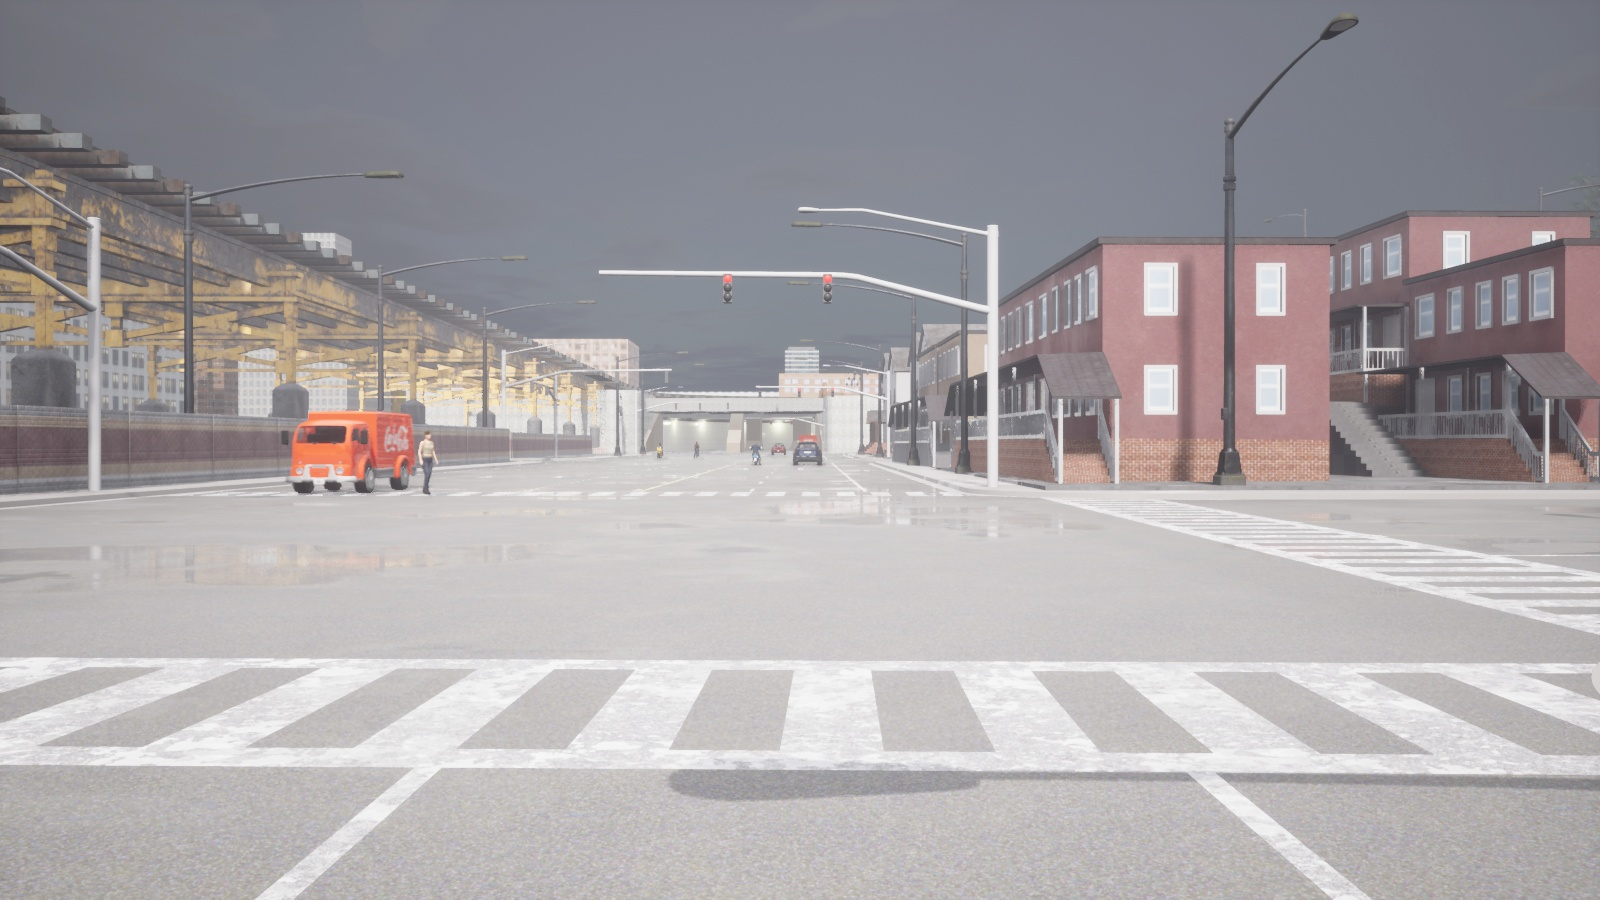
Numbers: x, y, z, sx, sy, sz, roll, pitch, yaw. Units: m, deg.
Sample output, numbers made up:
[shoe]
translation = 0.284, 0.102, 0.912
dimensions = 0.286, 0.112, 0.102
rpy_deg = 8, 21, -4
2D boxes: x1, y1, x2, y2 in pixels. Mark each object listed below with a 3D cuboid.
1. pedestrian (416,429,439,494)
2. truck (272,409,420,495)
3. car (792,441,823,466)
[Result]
[pedestrian]
translation = -10.609, 0.321, 35.740
dimensions = 0.594, 1.836, 0.345
rpy_deg = 0, 0, 36
[truck]
translation = -13.757, 0.028, 38.472
dimensions = 2.627, 2.467, 5.204
rpy_deg = 0, 1, 0
[car]
translation = 0.515, 0.201, 84.301
dimensions = 2.033, 1.649, 4.856
rpy_deg = 0, 0, 0
